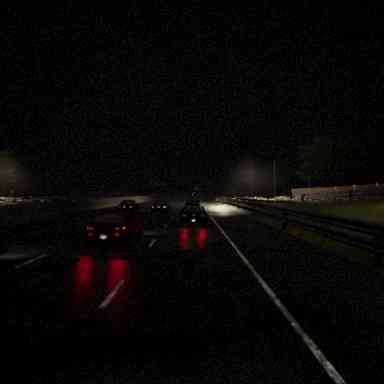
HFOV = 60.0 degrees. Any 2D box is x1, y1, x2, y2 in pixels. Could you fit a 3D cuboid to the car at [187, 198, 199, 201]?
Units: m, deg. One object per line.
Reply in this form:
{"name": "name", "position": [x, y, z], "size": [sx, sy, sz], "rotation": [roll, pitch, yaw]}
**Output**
{"name": "car", "position": [0.107, 1.529, 42.282], "size": [1.882, 1.535, 5.008], "rotation": [0, 0, 0]}

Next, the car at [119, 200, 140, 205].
{"name": "car", "position": [-6.894, 1.586, 36.567], "size": [2.033, 1.411, 5.357], "rotation": [0, 0, 0]}

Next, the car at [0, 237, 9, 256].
{"name": "car", "position": [-6.899, 1.550, 8.378], "size": [2.033, 1.411, 5.357], "rotation": [0, 0, 0]}

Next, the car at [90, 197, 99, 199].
{"name": "car", "position": [-17.517, 1.665, 59.462], "size": [1.994, 1.385, 4.181], "rotation": [0, 0, 1]}

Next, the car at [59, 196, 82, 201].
{"name": "car", "position": [-21.024, 1.451, 58.776], "size": [2.097, 1.767, 4.553], "rotation": [0, 0, 1]}

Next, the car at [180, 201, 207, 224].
{"name": "car", "position": [0.104, 1.619, 24.594], "size": [1.895, 1.301, 4.718], "rotation": [0, 0, 0]}

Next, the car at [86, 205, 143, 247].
{"name": "car", "position": [-3.397, 1.532, 15.056], "size": [1.812, 1.442, 4.674], "rotation": [0, 0, 0]}

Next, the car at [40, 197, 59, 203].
{"name": "car", "position": [-24.525, 1.573, 57.854], "size": [1.882, 1.535, 5.008], "rotation": [0, 0, 1]}

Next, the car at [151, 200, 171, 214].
{"name": "car", "position": [-3.394, 1.586, 36.560], "size": [2.033, 1.411, 5.357], "rotation": [0, 0, 0]}
